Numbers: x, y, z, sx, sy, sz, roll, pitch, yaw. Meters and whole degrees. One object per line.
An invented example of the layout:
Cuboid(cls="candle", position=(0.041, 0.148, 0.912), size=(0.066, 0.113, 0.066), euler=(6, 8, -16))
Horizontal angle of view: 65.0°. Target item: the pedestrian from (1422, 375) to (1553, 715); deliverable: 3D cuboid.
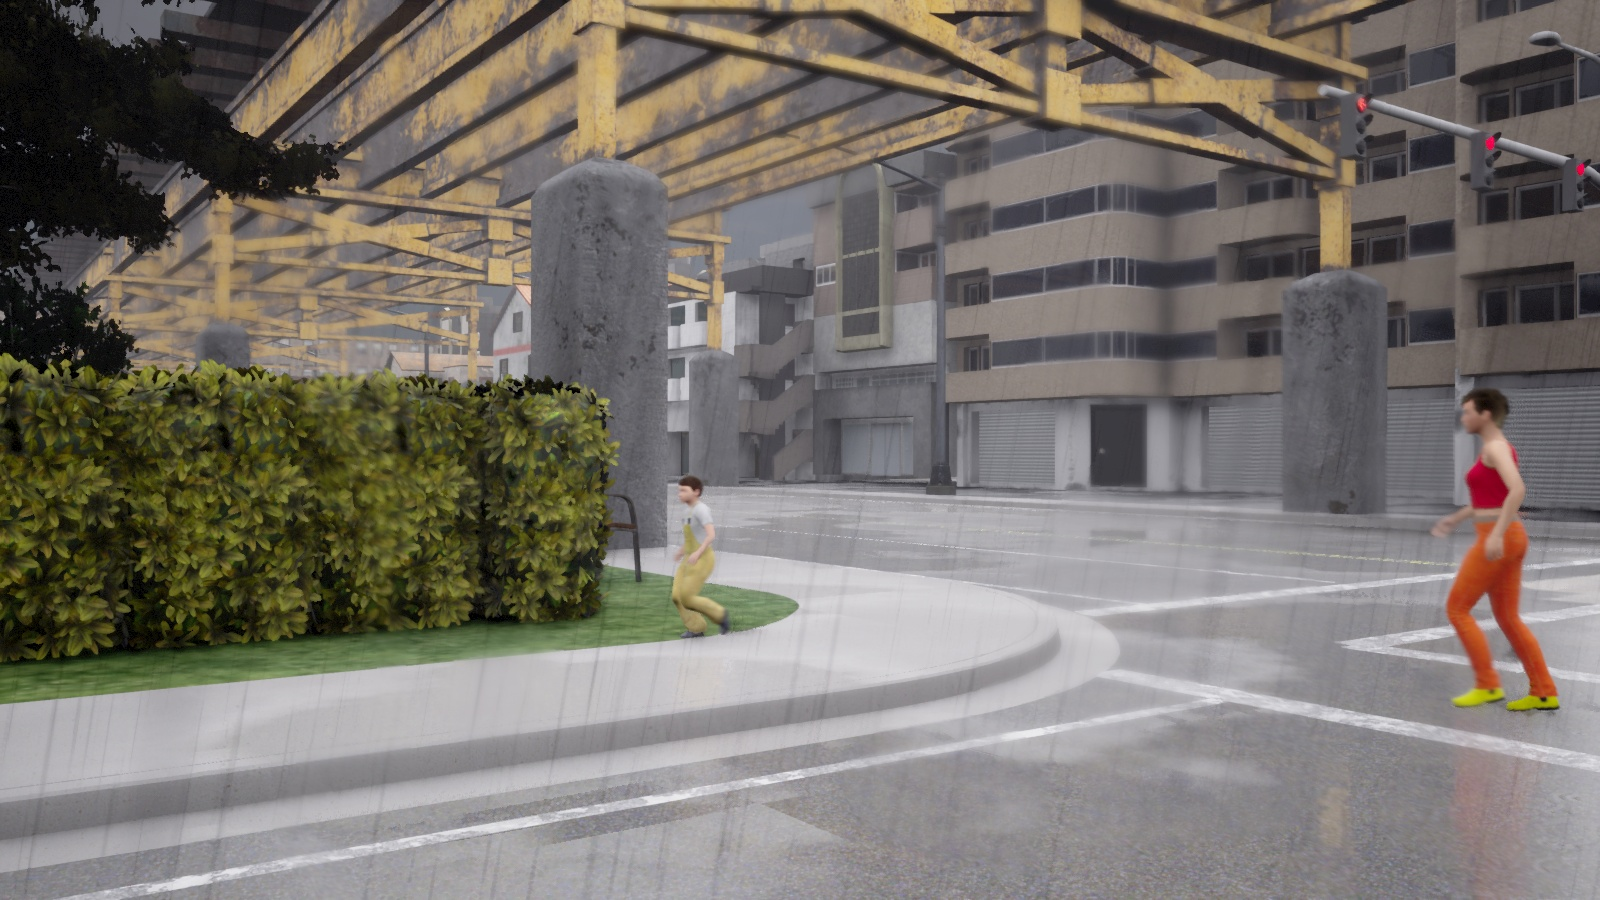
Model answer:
Cuboid(cls="pedestrian", position=(3.887, 0.513, 7.109), size=(0.594, 1.836, 0.345), euler=(0, 0, 39))

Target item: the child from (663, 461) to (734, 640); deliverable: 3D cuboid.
Cuboid(cls="child", position=(-0.738, 0.714, 9.136), size=(0.437, 1.263, 0.270), euler=(0, 0, -31))
